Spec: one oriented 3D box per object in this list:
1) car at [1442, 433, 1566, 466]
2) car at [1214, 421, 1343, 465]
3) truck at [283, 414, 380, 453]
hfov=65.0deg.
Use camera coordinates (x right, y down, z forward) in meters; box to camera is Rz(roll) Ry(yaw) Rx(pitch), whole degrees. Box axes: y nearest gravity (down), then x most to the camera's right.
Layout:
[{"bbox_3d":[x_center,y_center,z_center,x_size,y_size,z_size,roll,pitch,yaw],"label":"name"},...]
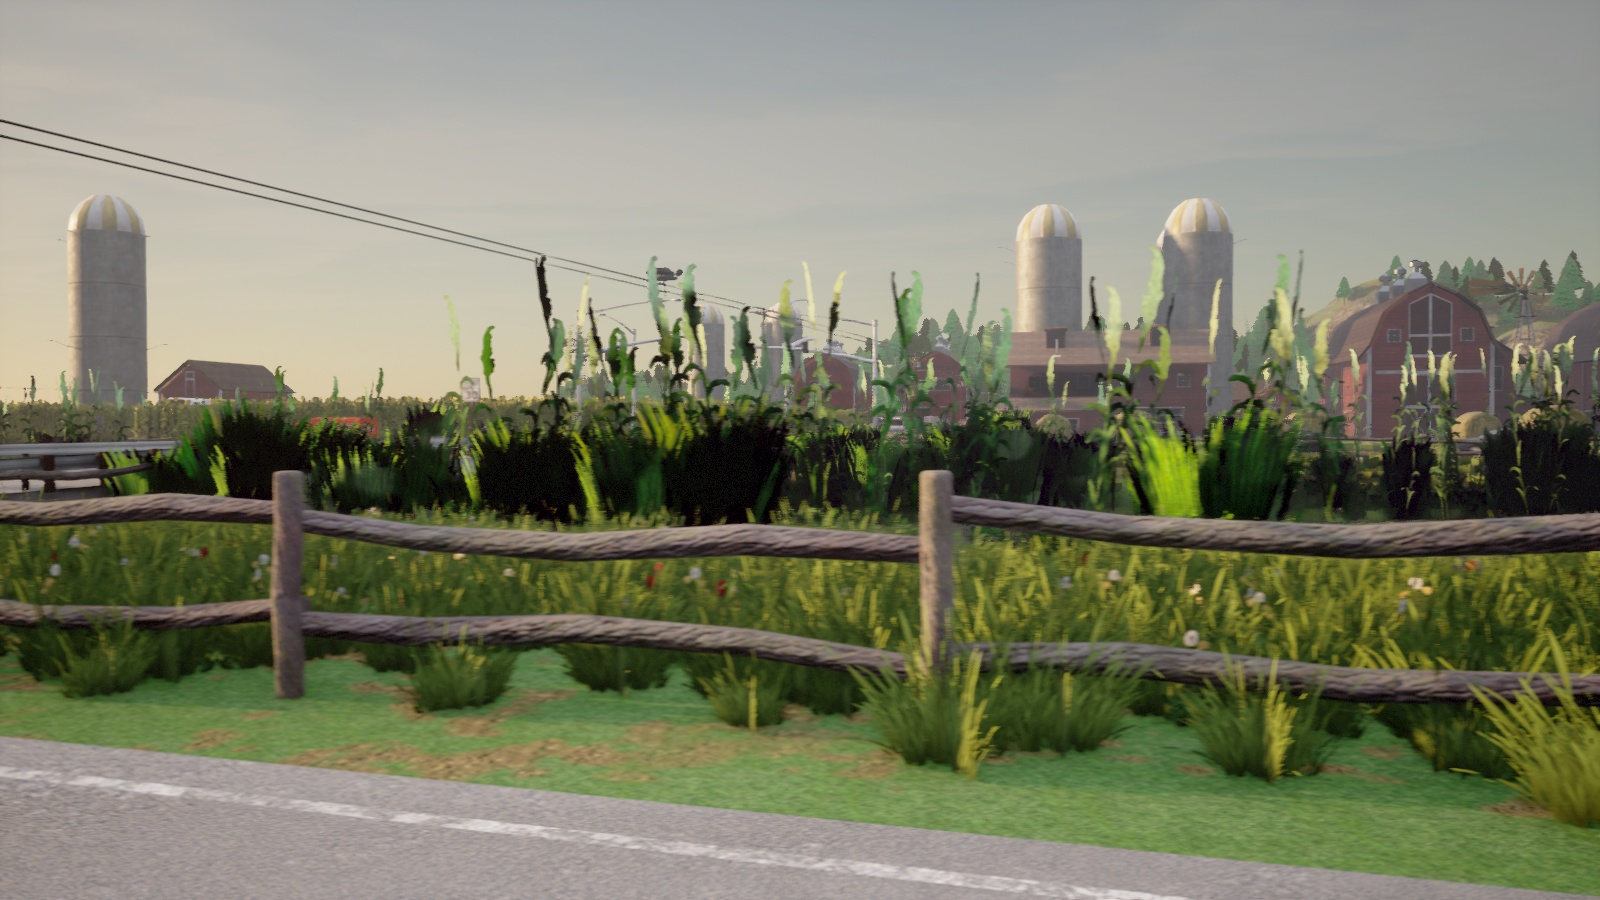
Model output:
[{"bbox_3d":[33.827,-0.045,60.509,4.892,1.490,1.837,0,1,15],"label":"car"},{"bbox_3d":[22.717,-0.363,59.891,5.566,2.045,2.150,0,1,15],"label":"car"},{"bbox_3d":[-29.906,-1.058,80.273,5.204,2.467,2.627,0,1,12],"label":"truck"}]
